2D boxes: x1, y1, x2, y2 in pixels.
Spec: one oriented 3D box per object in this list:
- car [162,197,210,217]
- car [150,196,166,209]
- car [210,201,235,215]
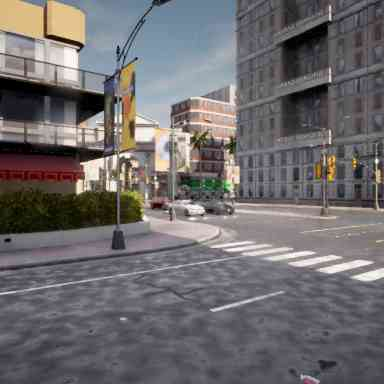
[{"bbox_3d":[-0.648,1.526,32.105,1.812,1.442,4.674,0,0,-35],"label":"car"},{"bbox_3d":[-3.444,1.352,42.198,2.097,1.767,4.553,0,0,-35],"label":"car"},{"bbox_3d":[2.423,1.564,33.825,1.994,1.385,4.181,0,0,-35],"label":"car"}]
